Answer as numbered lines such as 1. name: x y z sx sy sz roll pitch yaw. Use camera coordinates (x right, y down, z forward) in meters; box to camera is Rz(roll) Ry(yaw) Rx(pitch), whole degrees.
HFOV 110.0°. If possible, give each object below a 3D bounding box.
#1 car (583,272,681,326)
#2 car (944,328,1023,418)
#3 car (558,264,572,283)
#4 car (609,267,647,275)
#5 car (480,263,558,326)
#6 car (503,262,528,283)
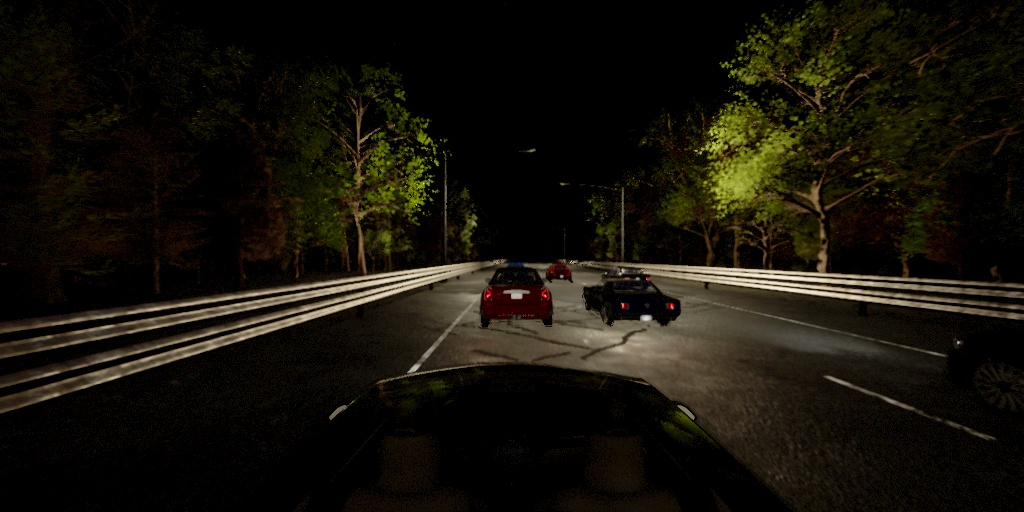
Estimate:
1. car: 3.635 1.392 11.889 1.895 1.301 4.718 0 0 0
2. car: 7.106 1.249 3.051 2.128 1.511 4.902 0 0 0
3. car: 3.804 1.384 29.538 1.812 1.442 4.674 0 0 1
4. car: 7.222 1.382 22.994 2.033 1.411 5.357 0 0 1
5. car: 0.138 1.143 12.058 2.097 1.767 4.553 0 0 0
6. car: 0.318 1.337 30.056 1.882 1.535 5.008 0 0 1
